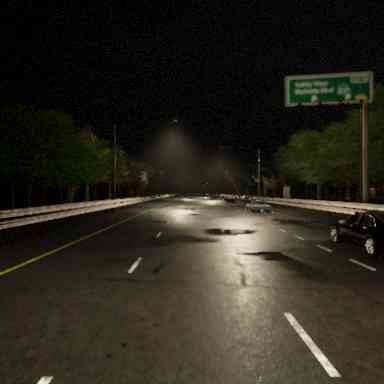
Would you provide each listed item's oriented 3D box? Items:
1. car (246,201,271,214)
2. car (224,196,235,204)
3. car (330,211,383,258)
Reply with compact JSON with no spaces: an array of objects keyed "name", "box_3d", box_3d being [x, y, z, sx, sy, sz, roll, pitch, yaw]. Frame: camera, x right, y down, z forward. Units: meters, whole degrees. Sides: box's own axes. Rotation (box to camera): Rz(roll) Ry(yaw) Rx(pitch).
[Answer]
[{"name":"car","box_3d":[7.045,1.591,35.614,1.895,1.301,4.718,0,0,0]},{"name":"car","box_3d":[7.085,1.475,63.012,2.128,1.511,4.902,0,0,0]},{"name":"car","box_3d":[7.013,1.504,12.787,1.837,1.490,4.892,0,0,0]}]
